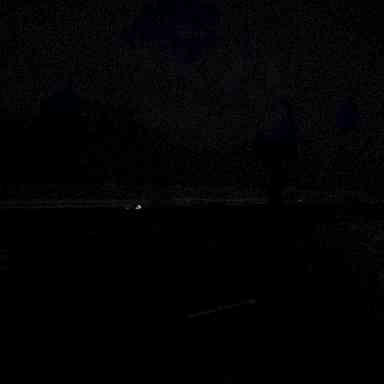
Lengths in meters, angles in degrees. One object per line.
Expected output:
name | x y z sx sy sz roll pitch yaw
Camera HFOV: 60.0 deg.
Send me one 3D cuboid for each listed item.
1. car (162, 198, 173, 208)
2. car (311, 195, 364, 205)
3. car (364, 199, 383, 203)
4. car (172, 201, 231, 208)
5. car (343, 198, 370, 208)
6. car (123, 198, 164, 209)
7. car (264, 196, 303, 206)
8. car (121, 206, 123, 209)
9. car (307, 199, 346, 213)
car | 0.209 1.530 29.370 4.902 1.511 2.128 0 0 -33
car | 15.296 1.366 35.098 5.566 2.045 2.150 0 0 -33
car | 28.884 1.858 52.326 4.181 1.385 1.994 1 0 -33
car | 1.245 1.546 25.863 4.892 1.490 1.837 1 0 -33
car | 27.501 1.810 55.603 4.892 1.490 1.837 1 -1 -33
car | -3.612 1.368 31.047 4.553 1.767 2.097 0 0 -33
car | 11.689 1.622 41.099 4.902 1.511 2.128 1 0 -33
car | -4.849 1.490 34.422 5.008 1.535 1.882 0 0 -33
car | 16.119 1.663 39.819 4.892 1.490 1.837 1 -1 -33
